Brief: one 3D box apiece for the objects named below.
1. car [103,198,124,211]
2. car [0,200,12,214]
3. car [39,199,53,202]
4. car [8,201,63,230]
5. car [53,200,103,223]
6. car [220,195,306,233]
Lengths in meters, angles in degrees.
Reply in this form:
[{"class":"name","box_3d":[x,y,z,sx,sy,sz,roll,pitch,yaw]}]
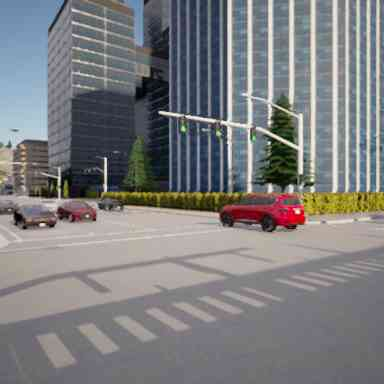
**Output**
[{"class":"car","box_3d":[-9.520,1.466,38.751,1.837,1.490,4.892,0,0,-36]},{"class":"car","box_3d":[-18.160,1.521,32.646,1.994,1.385,4.181,0,0,-35]},{"class":"car","box_3d":[-14.937,1.471,34.155,1.812,1.442,4.674,0,0,-35]},{"class":"car","box_3d":[-10.312,1.530,21.639,2.033,1.411,5.357,0,0,-36]},{"class":"car","box_3d":[-8.887,1.443,25.666,1.882,1.535,5.008,0,0,-36]},{"class":"car","box_3d":[4.043,1.169,19.790,2.150,2.045,5.566,0,0,-36]}]
